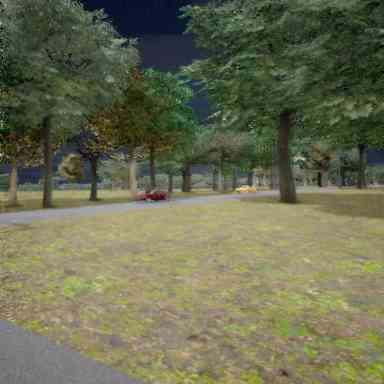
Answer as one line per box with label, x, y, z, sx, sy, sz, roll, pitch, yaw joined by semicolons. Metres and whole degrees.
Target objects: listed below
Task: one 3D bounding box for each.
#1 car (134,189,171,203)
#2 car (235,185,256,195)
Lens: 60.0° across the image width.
car;-4.582;0.445;38.963;1.882;1.535;5.008;-1;1;38
car;9.134;-0.393;56.638;1.882;1.535;5.008;-1;1;38
